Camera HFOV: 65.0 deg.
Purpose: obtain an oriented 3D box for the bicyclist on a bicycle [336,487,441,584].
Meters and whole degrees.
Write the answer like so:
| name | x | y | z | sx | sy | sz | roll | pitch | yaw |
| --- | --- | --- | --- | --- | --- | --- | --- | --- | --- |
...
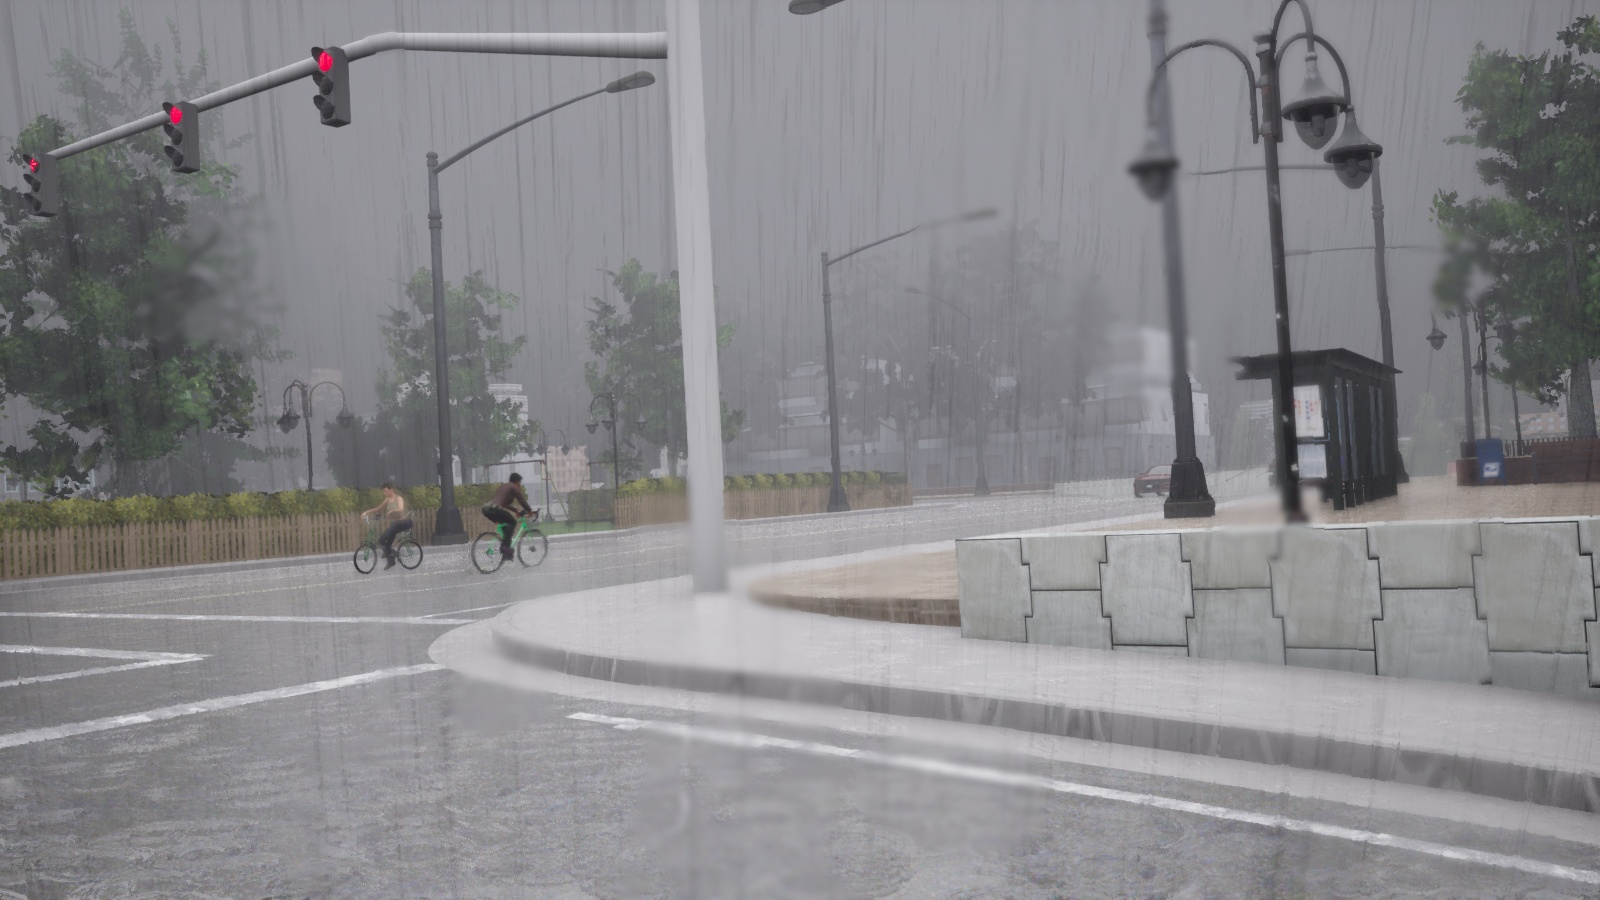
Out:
| name | x | y | z | sx | sy | sz | roll | pitch | yaw |
| --- | --- | --- | --- | --- | --- | --- | --- | --- | --- |
| bicyclist on a bicycle | -7.433 | 1.536 | 22.724 | 0.866 | 1.612 | 1.509 | -5 | -2 | 35 |

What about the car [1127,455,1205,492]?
| name | x | y | z | sx | sy | sz | roll | pitch | yaw |
| --- | --- | --- | --- | --- | --- | --- | --- | --- | --- |
| car | 17.117 | 1.077 | 58.583 | 1.882 | 1.535 | 5.008 | -6 | -3 | 34 |

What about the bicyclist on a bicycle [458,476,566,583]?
| name | x | y | z | sx | sy | sz | roll | pitch | yaw |
| --- | --- | --- | --- | --- | --- | --- | --- | --- | --- |
| bicyclist on a bicycle | -4.700 | 1.284 | 20.586 | 0.582 | 1.620 | 1.656 | -6 | -3 | 35 |
